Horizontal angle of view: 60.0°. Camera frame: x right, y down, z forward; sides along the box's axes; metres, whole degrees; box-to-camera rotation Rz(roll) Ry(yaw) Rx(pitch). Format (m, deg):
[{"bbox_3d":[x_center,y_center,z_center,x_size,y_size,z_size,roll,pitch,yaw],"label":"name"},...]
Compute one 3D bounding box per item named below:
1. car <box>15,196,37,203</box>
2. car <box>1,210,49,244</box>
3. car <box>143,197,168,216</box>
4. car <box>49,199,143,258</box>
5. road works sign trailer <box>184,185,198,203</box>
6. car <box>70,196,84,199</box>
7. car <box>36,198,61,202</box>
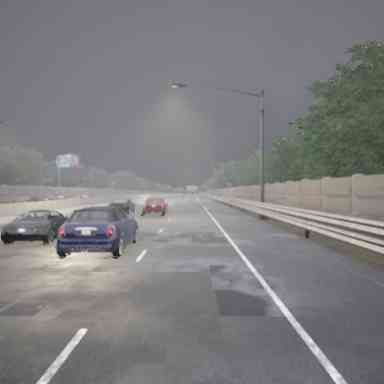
[{"bbox_3d":[-24.574,1.362,49.974,1.882,1.535,5.008,0,0,0],"label":"car"},{"bbox_3d":[-6.904,1.517,15.481,1.994,1.385,4.181,0,0,0],"label":"car"},{"bbox_3d":[-3.409,1.264,31.517,2.097,1.767,4.553,0,0,0],"label":"car"},{"bbox_3d":[-3.403,1.313,12.803,2.097,1.767,4.553,0,0,0],"label":"car"},{"bbox_3d":[-0.016,0.343,64.906,2.380,3.560,2.880,0,0,0],"label":"road works sign trailer"},{"bbox_3d":[-17.574,1.410,50.540,1.812,1.442,4.674,0,0,0],"label":"car"},{"bbox_3d":[-21.070,1.486,50.237,1.895,1.301,4.718,0,0,0],"label":"car"}]
